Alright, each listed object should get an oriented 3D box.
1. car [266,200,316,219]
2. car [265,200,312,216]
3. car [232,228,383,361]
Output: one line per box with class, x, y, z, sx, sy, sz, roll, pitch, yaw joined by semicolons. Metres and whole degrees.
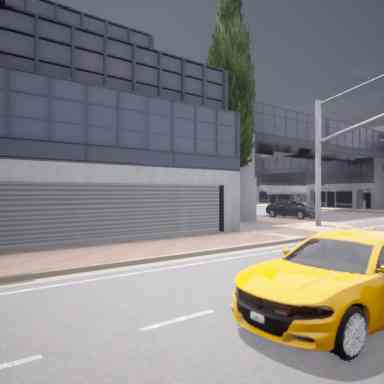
car;8.666;1.505;28.893;1.837;1.490;4.892;0;0;-37
car;9.633;1.564;33.445;1.994;1.385;4.181;0;0;-37
car;2.938;1.477;6.115;5.008;1.535;1.882;0;0;-36
